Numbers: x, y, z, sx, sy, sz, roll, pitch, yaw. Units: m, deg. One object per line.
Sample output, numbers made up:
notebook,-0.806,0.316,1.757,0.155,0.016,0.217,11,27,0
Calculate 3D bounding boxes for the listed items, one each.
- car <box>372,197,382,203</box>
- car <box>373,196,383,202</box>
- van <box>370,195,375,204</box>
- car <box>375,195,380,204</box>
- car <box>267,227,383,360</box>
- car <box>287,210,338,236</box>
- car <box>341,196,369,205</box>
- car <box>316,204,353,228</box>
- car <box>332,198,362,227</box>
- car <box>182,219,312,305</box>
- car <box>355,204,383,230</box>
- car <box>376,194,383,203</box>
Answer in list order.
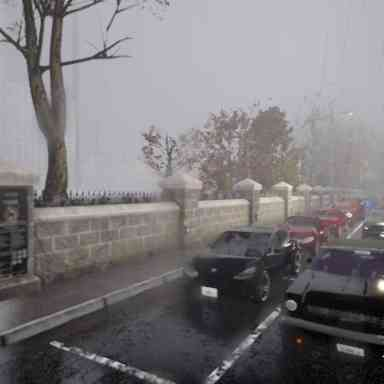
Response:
car,42.150,1.720,75.823,1.802,1.307,4.206,0,0,31
car,45.057,1.698,80.646,1.887,1.381,4.507,0,0,31
van,21.805,1.392,42.070,1.690,1.788,3.998,0,0,31
car,27.618,1.637,51.714,1.947,1.339,4.313,0,0,31
car,3.044,1.602,5.921,1.895,1.301,4.718,0,0,31
car,4.368,1.583,13.139,1.802,1.307,4.206,0,0,31
car,13.085,1.337,27.603,2.192,1.841,5.009,0,0,31
car,7.273,1.549,17.959,1.887,1.381,4.507,0,0,31
car,10.179,1.453,22.779,1.967,1.590,4.097,0,0,31
car,1.462,1.566,8.317,1.947,1.339,4.313,0,0,31
car,9.879,1.554,17.070,2.033,1.411,5.357,0,0,31
car,33.432,1.409,61.358,2.192,1.841,5.009,0,0,31
